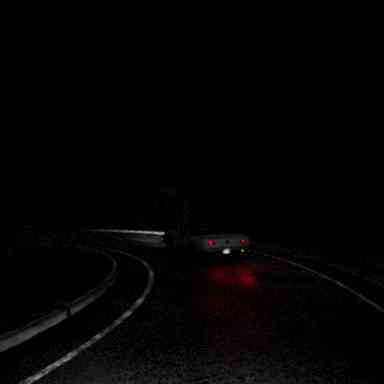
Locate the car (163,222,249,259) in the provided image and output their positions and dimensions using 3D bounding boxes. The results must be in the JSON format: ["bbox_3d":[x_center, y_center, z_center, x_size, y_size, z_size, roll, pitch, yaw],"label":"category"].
[{"bbox_3d":[0.335,1.890,13.878,1.895,1.301,4.718,1,-2,-24],"label":"car"}]
